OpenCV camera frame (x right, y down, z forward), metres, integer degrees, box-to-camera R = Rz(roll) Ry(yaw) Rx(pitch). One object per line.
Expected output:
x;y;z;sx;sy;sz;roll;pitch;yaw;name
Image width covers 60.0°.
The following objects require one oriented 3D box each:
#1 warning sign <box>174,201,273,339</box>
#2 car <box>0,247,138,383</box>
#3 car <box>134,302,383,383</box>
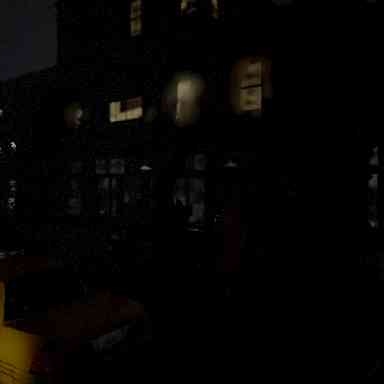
0.552;1.095;5.410;1.060;1.860;1.300;1;0;35;warning sign
-2.729;1.487;4.815;4.829;1.417;1.752;1;1;35;car
1.928;1.446;1.496;4.097;1.590;1.967;1;1;35;car
